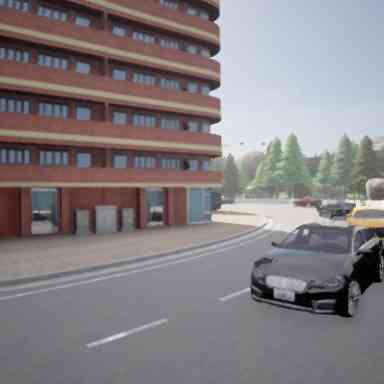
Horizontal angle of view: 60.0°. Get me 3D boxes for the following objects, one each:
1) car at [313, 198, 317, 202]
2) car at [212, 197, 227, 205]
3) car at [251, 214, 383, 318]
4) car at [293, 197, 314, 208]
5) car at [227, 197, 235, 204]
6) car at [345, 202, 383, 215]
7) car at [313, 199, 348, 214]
[{"bbox_3d":[16.057,1.518,37.076,2.033,1.411,5.357,-1,0,-6],"label":"car"},{"bbox_3d":[4.160,1.755,64.703,1.837,1.490,4.892,-1,0,-31],"label":"car"},{"bbox_3d":[3.097,1.493,7.639,2.128,1.511,4.902,-1,0,38],"label":"car"},{"bbox_3d":[16.810,1.491,48.447,1.882,1.535,5.008,-1,0,-19],"label":"car"},{"bbox_3d":[6.472,1.780,67.489,2.033,1.411,5.357,-1,0,-31],"label":"car"},{"bbox_3d":[8.583,1.448,16.063,1.882,1.535,5.008,-1,0,25],"label":"car"},{"bbox_3d":[12.278,1.581,28.595,1.895,1.301,4.718,-1,0,5],"label":"car"}]
